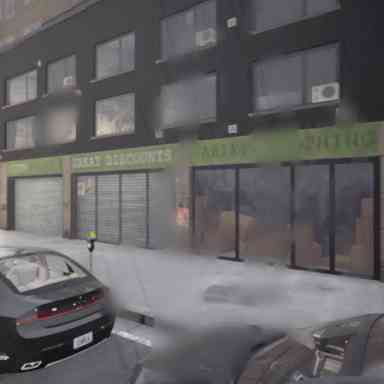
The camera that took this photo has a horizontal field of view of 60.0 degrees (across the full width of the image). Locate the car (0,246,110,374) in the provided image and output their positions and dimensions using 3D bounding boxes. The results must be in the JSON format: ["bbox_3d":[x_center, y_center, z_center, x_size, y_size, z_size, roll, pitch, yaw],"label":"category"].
[{"bbox_3d":[-3.089,1.548,5.271,4.403,1.369,2.008,0,0,35],"label":"car"}]

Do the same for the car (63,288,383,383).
[{"bbox_3d":[1.417,1.551,2.077,4.403,1.369,2.008,0,0,35],"label":"car"}]
